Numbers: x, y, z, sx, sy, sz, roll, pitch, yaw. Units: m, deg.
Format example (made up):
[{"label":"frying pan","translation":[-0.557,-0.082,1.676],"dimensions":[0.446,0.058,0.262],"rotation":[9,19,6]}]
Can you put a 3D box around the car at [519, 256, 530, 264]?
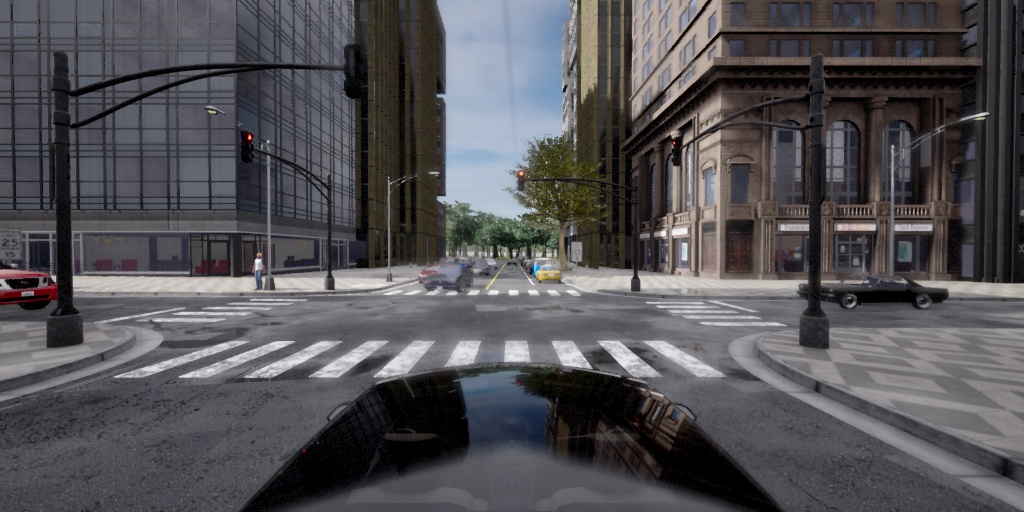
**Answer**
[{"label":"car","translation":[2.711,1.201,61.067],"dimensions":[2.007,1.370,4.403],"rotation":[0,0,0]}]

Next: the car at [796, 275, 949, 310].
[{"label":"car","translation":[14.698,1.443,14.844],"dimensions":[4.718,1.301,1.895],"rotation":[0,1,0]}]

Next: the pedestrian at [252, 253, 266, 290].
[{"label":"pedestrian","translation":[-12.537,0.740,17.796],"dimensions":[0.375,1.860,0.375],"rotation":[0,0,0]}]

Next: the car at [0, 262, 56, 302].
[{"label":"car","translation":[-22.617,1.035,14.769],"dimensions":[4.902,1.511,2.128],"rotation":[1,1,-1]}]

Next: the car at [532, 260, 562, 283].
[{"label":"car","translation":[2.740,1.253,27.160],"dimensions":[1.751,1.417,4.829],"rotation":[0,0,0]}]

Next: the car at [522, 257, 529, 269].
[{"label":"car","translation":[2.721,1.207,49.879],"dimensions":[1.751,1.417,4.829],"rotation":[0,0,0]}]

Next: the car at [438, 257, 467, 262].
[{"label":"car","translation":[-5.790,1.033,32.654],"dimensions":[2.192,1.841,5.009],"rotation":[0,0,0]}]

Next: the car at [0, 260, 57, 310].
[{"label":"car","translation":[-18.383,0.841,11.542],"dimensions":[5.566,2.045,2.150],"rotation":[1,1,0]}]

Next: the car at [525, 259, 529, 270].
[{"label":"car","translation":[2.730,1.274,38.349],"dimensions":[1.948,1.339,4.313],"rotation":[0,0,0]}]

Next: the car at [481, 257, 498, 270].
[{"label":"car","translation":[-3.113,1.201,52.051],"dimensions":[1.812,1.442,4.674],"rotation":[0,0,0]}]

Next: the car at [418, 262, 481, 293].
[{"label":"car","translation":[-3.488,1.277,21.100],"dimensions":[2.033,1.411,5.357],"rotation":[0,0,5]}]

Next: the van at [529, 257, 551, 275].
[{"label":"van","translation":[2.735,1.059,32.670],"dimensions":[1.690,1.789,3.998],"rotation":[0,0,0]}]

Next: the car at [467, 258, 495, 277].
[{"label":"car","translation":[-3.127,1.202,34.895],"dimensions":[2.128,1.511,4.902],"rotation":[0,1,0]}]

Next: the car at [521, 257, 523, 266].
[{"label":"car","translation":[2.716,1.211,55.388],"dimensions":[1.888,1.381,4.507],"rotation":[0,0,0]}]
